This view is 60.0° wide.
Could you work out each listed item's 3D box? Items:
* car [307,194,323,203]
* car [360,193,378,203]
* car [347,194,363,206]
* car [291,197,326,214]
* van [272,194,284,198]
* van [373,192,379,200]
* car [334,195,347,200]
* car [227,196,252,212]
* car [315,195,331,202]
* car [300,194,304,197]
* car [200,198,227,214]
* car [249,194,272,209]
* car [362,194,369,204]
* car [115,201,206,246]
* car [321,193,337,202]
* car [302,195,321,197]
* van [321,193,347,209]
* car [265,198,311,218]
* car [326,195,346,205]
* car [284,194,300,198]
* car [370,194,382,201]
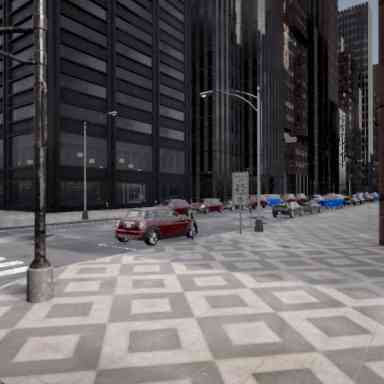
[{"bbox_3d":[24.377,1.303,65.686,1.967,1.590,4.097,0,0,36],"label":"car"},{"bbox_3d":[34.582,1.369,65.275,1.887,1.381,4.507,0,0,36],"label":"car"},{"bbox_3d":[24.756,1.419,51.614,1.947,1.339,4.313,0,0,36],"label":"car"},{"bbox_3d":[11.655,1.464,33.400,1.947,1.339,4.313,0,0,36],"label":"car"},{"bbox_3d":[11.274,1.245,47.470,1.690,1.788,3.998,0,0,36],"label":"van"},{"bbox_3d":[37.857,1.156,69.828,1.690,1.788,3.998,0,0,36],"label":"van"},{"bbox_3d":[37.479,1.394,83.902,1.947,1.339,4.313,0,0,36],"label":"car"},{"bbox_3d":[4.724,1.479,38.364,2.008,1.369,4.403,0,0,36],"label":"car"},{"bbox_3d":[27.653,1.405,70.240,2.008,1.369,4.403,0,0,36],"label":"car"},{"bbox_3d":[17.825,1.197,56.578,2.192,1.841,5.009,0,0,36],"label":"car"},{"bbox_3d":[1.448,1.381,33.810,1.967,1.590,4.097,0,0,36],"label":"car"},{"bbox_3d":[7.999,1.231,42.917,2.192,1.841,5.009,0,0,36],"label":"car"},{"bbox_3d":[28.031,1.409,56.167,1.947,1.339,4.313,0,0,36],"label":"car"},{"bbox_3d":[-1.446,1.392,15.186,1.967,1.590,4.097,0,0,36],"label":"car"},{"bbox_3d":[30.928,1.160,74.794,2.192,1.841,5.009,0,0,36],"label":"car"},{"bbox_3d":[17.004,1.358,45.397,1.882,1.535,5.008,0,0,36],"label":"car"},{"bbox_3d":[18.205,1.216,42.507,1.690,1.788,3.998,0,0,36],"label":"van"},{"bbox_3d":[8.380,1.462,28.847,2.008,1.369,4.403,0,0,36],"label":"car"},{"bbox_3d":[23.744,1.350,54.762,2.128,1.511,4.902,0,0,35],"label":"car"},{"bbox_3d":[14.550,1.208,52.025,2.192,1.841,5.009,0,0,36],"label":"car"},{"bbox_3d":[41.132,1.246,74.381,1.967,1.590,4.097,0,0,36],"label":"car"}]
